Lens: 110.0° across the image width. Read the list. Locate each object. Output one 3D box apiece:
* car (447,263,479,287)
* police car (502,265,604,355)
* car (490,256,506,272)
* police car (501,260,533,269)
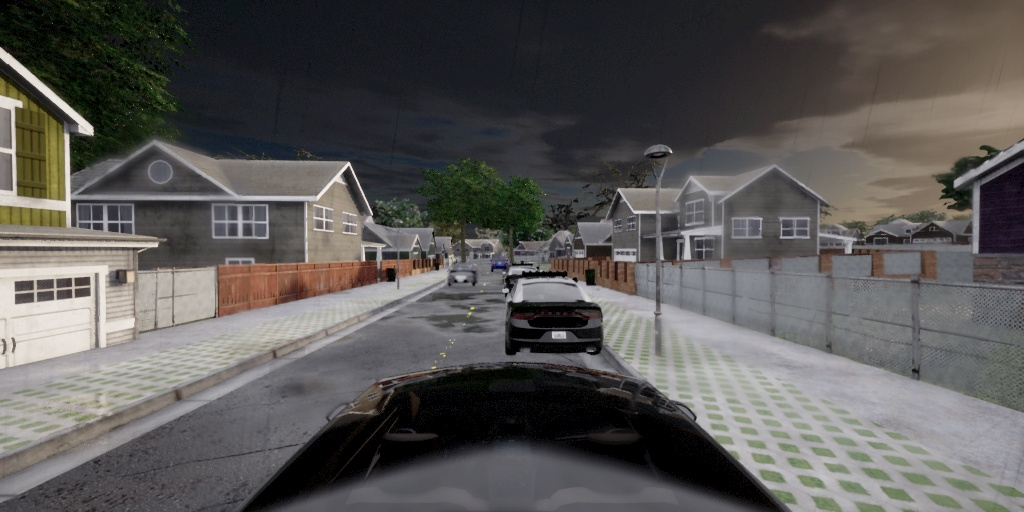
[{"bbox_3d":[-3.322,1.268,24.867,2.128,1.511,4.902,0,0,-3],"label":"car"},{"bbox_3d":[0.783,1.176,8.832,1.930,1.638,5.238,0,0,-1],"label":"police car"},{"bbox_3d":[-1.672,1.055,47.443,2.150,2.045,5.566,0,0,-3],"label":"car"},{"bbox_3d":[0.536,1.187,18.877,1.930,1.638,5.238,0,0,-2],"label":"police car"}]
